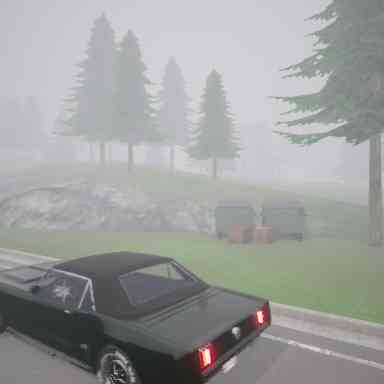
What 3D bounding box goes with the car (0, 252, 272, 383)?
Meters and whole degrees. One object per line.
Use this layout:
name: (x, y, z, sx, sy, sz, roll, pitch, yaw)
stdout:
car: (-1.376, 1.600, 4.976, 4.718, 1.301, 1.895, 0, 0, 36)
